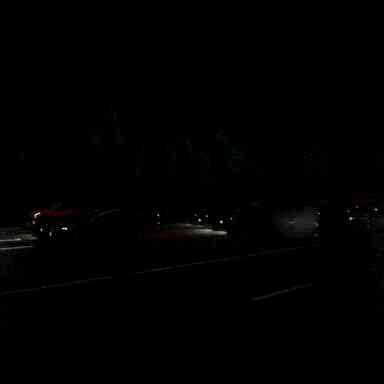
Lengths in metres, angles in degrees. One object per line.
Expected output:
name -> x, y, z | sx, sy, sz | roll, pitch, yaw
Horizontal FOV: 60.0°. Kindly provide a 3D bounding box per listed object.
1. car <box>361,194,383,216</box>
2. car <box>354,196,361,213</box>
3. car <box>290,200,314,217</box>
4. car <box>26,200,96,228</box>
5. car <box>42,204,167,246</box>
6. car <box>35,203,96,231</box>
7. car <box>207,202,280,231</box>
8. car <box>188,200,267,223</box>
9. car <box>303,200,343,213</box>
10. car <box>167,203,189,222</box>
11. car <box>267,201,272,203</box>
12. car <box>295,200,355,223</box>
car -> 18.745, 1.221, 31.418 | 5.566, 2.045, 2.150 | 0, 0, -36
car -> 19.435, 1.221, 36.197 | 5.566, 2.045, 2.150 | 0, 0, -35
car -> 10.944, 1.505, 30.208 | 4.892, 1.490, 1.837 | 0, 0, -35
car -> -7.931, 1.352, 21.068 | 4.553, 1.767, 2.097 | 0, 0, -35
car -> -3.921, 1.492, 15.330 | 4.902, 1.511, 2.128 | 0, 0, -36
car -> -5.522, 1.547, 18.532 | 5.357, 1.411, 2.033 | 0, 0, -35
car -> 3.324, 1.564, 20.506 | 4.181, 1.385, 1.994 | 0, 0, -35
car -> 2.693, 1.547, 24.358 | 5.357, 1.411, 2.033 | 0, 0, -36
car -> 14.623, 1.601, 37.074 | 4.718, 1.301, 1.895 | 0, 0, -36
car -> -0.909, 1.564, 26.086 | 4.181, 1.385, 1.994 | 0, 0, -36
car -> 6.219, 1.526, 31.146 | 4.674, 1.442, 1.812 | 0, 0, -35
car -> 10.175, 1.564, 25.383 | 4.181, 1.385, 1.994 | 0, 0, -35
